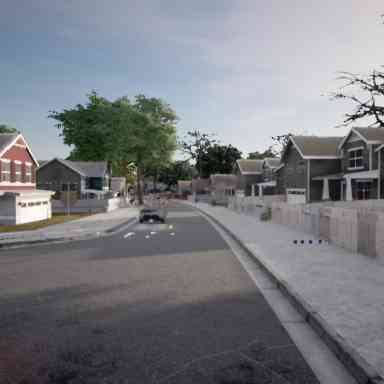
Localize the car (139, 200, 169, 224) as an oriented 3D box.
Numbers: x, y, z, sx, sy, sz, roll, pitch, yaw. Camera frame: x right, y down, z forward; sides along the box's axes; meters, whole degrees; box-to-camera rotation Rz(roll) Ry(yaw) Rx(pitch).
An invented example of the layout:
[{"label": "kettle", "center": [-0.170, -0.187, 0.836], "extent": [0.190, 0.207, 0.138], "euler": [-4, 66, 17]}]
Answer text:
[{"label": "car", "center": [-2.872, 1.570, 25.330], "extent": [2.033, 1.411, 5.357], "euler": [0, 0, -2]}]

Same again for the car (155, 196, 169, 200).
[{"label": "car", "center": [-4.651, 1.432, 51.438], "extent": [2.097, 1.767, 4.553], "euler": [0, 0, -5]}]
